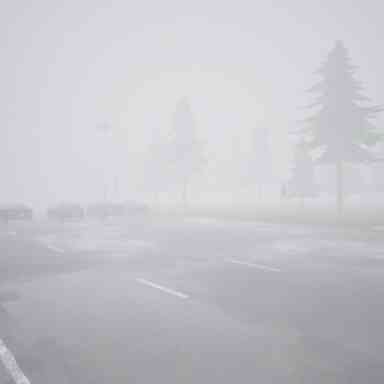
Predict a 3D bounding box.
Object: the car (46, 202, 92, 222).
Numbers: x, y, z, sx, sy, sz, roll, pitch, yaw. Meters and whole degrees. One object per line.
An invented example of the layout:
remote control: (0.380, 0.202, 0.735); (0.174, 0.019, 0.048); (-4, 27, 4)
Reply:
car: (-10.624, 1.612, 27.770); (2.128, 1.511, 4.902); (0, 0, -40)

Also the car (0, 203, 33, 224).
car: (-14.356, 1.625, 26.758); (1.882, 1.535, 5.008); (0, 0, -40)

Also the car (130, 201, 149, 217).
car: (-6.066, 1.619, 33.195); (1.812, 1.442, 4.674); (0, 0, -40)

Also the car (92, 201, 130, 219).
car: (-7.963, 1.595, 30.041); (2.128, 1.511, 4.902); (0, 0, -40)
